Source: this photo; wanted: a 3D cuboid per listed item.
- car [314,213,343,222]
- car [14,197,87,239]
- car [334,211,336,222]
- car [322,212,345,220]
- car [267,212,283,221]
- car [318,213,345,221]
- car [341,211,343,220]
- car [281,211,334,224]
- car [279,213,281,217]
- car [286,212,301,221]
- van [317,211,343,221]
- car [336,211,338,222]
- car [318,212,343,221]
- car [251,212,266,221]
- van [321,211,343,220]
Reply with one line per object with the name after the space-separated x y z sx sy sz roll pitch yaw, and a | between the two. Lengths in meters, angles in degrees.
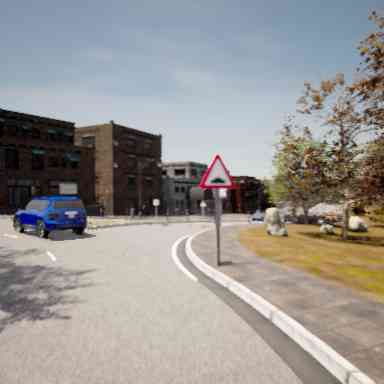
25.627 4.753 62.504 4.792 1.488 2.163 -1 -4 27 | car
-7.900 1.311 18.383 5.566 2.045 2.150 -1 0 44 | car
14.461 3.145 40.426 5.008 1.535 2.097 -1 -4 27 | car
31.820 5.346 74.796 4.553 1.767 2.185 -1 -3 27 | car
15.542 4.568 62.084 1.812 1.442 4.674 -1 -4 27 | car
29.310 5.188 69.890 4.892 1.521 2.231 -1 -3 27 | car
23.127 4.438 57.602 4.674 1.452 2.002 -1 -4 27 | car
13.222 2.955 37.972 4.892 1.521 2.231 -1 -4 27 | car
13.934 3.927 51.672 2.033 1.411 5.357 -1 -4 27 | car
18.631 4.538 60.992 1.837 1.490 4.892 -1 -4 27 | car
26.946 4.656 64.933 4.442 1.987 1.878 -1 -3 27 | van
15.707 3.334 42.873 4.892 1.521 2.231 -1 -4 27 | car
28.108 4.920 67.566 4.553 1.767 2.185 -1 -3 27 | car
10.845 3.933 52.763 2.033 1.411 5.357 -1 -4 27 | car
30.454 5.109 72.411 4.442 1.987 1.878 -1 -3 27 | van
